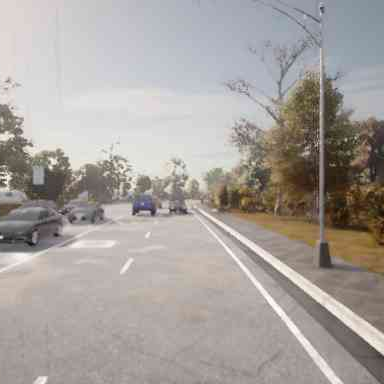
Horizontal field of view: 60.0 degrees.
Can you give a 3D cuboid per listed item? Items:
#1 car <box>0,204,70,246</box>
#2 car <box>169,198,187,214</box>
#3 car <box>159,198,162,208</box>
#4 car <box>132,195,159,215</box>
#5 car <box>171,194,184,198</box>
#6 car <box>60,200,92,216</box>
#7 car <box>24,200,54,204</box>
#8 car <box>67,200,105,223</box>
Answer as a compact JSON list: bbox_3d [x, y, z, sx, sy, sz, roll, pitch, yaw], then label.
[{"bbox_3d":[-7.525,1.515,15.392,1.837,1.490,4.892,0,0,-2],"label":"car"},{"bbox_3d":[-1.539,1.668,36.140,1.895,1.301,4.718,0,0,-3],"label":"car"},{"bbox_3d":[-5.591,1.512,49.878,2.097,1.767,4.553,0,0,-1],"label":"car"},{"bbox_3d":[-4.847,1.282,34.303,2.150,2.045,5.566,0,-1,-3],"label":"car"},{"bbox_3d":[-2.061,1.357,46.619,2.150,2.045,5.566,0,0,-2],"label":"car"},{"bbox_3d":[-11.968,1.580,34.513,1.837,1.490,4.892,0,0,-3],"label":"car"},{"bbox_3d":[-11.435,1.385,24.315,2.097,1.767,4.553,0,0,-3],"label":"car"},{"bbox_3d":[-8.001,1.524,25.672,2.128,1.511,4.902,0,0,-3],"label":"car"}]
